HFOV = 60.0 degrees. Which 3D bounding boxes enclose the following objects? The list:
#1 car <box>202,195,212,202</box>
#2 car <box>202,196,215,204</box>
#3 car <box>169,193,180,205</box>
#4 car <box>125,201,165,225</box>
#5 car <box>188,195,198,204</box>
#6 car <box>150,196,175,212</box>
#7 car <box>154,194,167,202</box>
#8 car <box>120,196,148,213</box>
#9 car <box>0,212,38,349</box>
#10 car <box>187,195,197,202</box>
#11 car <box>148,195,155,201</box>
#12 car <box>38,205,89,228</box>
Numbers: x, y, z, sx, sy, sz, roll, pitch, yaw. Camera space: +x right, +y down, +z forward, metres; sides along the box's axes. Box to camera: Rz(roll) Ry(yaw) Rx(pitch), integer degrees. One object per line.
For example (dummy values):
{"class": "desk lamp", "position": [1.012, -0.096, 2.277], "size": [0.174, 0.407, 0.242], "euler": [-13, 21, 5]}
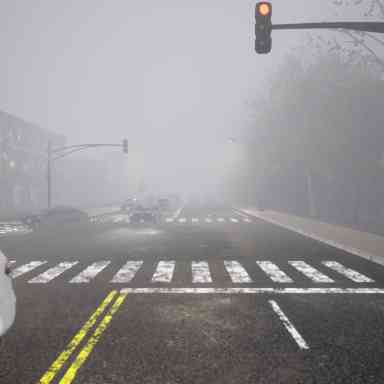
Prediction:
{"class": "car", "position": [3.324, 1.509, 74.730], "size": [2.033, 1.411, 5.357], "euler": [0, 0, 0]}
{"class": "car", "position": [3.414, 1.576, 64.712], "size": [1.895, 1.301, 4.718], "euler": [0, 0, 0]}
{"class": "car", "position": [-3.264, 1.201, 59.656], "size": [2.150, 2.045, 5.566], "euler": [0, 0, 1]}
{"class": "car", "position": [-3.325, 1.594, 24.320], "size": [1.895, 1.301, 4.718], "euler": [0, 0, 0]}
{"class": "car", "position": [0.160, 1.576, 64.888], "size": [1.895, 1.301, 4.718], "euler": [0, 0, 0]}
{"class": "car", "position": [-3.312, 1.492, 38.259], "size": [1.837, 1.490, 4.892], "euler": [0, 0, 0]}
{"class": "car", "position": [-6.432, 1.152, 68.746], "size": [2.128, 1.511, 4.902], "euler": [0, 0, 0]}
{"class": "car", "position": [-6.563, 1.481, 36.620], "size": [2.128, 1.511, 4.902], "euler": [0, 0, 0]}
{"class": "car", "position": [-3.349, 1.222, 2.035], "size": [2.150, 2.045, 5.566], "euler": [0, 0, 0]}
{"class": "car", "position": [0.076, 1.494, 74.654], "size": [2.128, 1.511, 4.902], "euler": [0, 0, 0]}
{"class": "car", "position": [-6.537, 1.332, 53.252], "size": [2.097, 1.767, 4.553], "euler": [0, 0, 0]}
{"class": "car", "position": [-8.957, 1.569, 22.123], "size": [1.994, 1.385, 4.181], "euler": [-1, 0, 31]}
